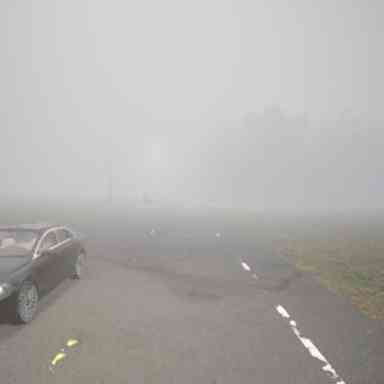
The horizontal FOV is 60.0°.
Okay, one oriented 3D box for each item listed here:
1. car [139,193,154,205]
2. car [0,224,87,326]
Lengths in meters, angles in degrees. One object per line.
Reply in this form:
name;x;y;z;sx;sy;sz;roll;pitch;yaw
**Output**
car;-6.697;0.966;49.065;2.097;1.767;4.553;0;1;-7
car;-3.716;1.490;7.128;2.128;1.511;4.902;0;0;-1
